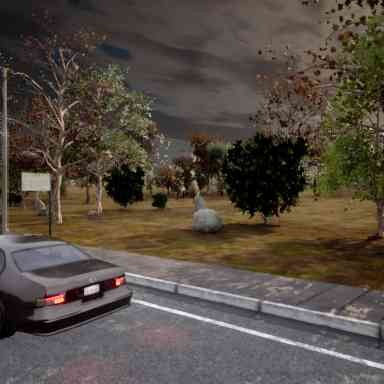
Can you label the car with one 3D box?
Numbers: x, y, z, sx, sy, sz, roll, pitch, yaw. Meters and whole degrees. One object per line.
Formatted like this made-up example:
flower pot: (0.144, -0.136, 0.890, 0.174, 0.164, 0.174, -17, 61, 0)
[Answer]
car: (-3.580, 1.547, 6.557, 5.357, 1.411, 2.033, 0, 0, 36)
